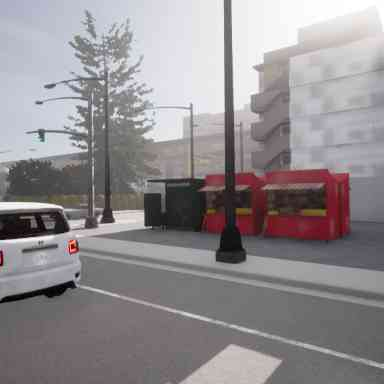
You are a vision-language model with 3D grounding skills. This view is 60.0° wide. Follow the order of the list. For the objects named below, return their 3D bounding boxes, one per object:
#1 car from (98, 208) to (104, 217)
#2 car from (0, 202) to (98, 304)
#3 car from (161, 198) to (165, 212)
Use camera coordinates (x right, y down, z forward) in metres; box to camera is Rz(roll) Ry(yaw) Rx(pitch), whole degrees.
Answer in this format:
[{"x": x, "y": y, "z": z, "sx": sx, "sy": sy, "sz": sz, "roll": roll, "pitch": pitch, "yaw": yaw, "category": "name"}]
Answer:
[{"x": -10.147, "y": 1.733, "z": 29.428, "sx": 1.895, "sy": 1.301, "sz": 4.718, "roll": -1, "pitch": -1, "yaw": 36, "category": "car"}, {"x": -4.811, "y": 1.234, "z": 7.382, "sx": 5.566, "sy": 2.045, "sz": 2.150, "roll": 0, "pitch": 0, "yaw": 36, "category": "car"}, {"x": -3.183, "y": 1.483, "z": 39.019, "sx": 2.097, "sy": 1.767, "sz": 4.553, "roll": -1, "pitch": -1, "yaw": 36, "category": "car"}]
